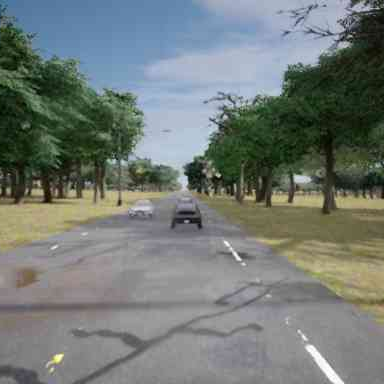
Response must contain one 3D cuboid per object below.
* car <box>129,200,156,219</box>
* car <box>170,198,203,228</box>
[{"bbox_3d":[-4.107,1.423,28.173,1.812,1.442,4.674,0,0,-1],"label":"car"},{"bbox_3d":[-0.362,1.416,21.537,1.837,1.490,4.892,0,1,-1],"label":"car"}]
